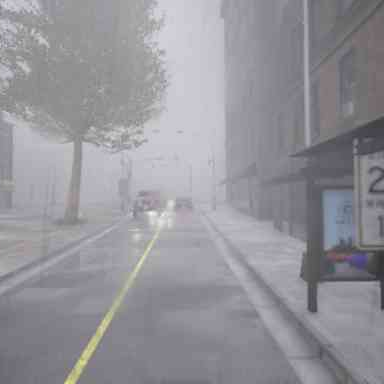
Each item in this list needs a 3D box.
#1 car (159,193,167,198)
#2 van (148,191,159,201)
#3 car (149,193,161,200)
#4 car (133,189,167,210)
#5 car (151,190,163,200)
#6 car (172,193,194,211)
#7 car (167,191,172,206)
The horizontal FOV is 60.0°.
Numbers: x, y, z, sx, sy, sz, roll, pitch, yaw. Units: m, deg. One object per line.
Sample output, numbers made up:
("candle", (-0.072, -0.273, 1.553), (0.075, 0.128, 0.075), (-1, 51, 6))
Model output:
("car", (-7.992, 0.862, 91.571), (1.802, 1.307, 4.206), (1, 0, -2))
("van", (-7.092, 0.669, 62.117), (1.690, 1.788, 3.998), (1, 0, -2))
("car", (-7.198, 0.869, 65.437), (2.008, 1.369, 4.403), (1, 0, -2))
("car", (-3.484, 0.746, 27.339), (2.150, 2.045, 5.566), (0, 1, -2))
("car", (-7.343, 0.620, 70.419), (2.192, 1.841, 5.009), (1, 0, -2))
("car", (-0.886, 1.107, 34.681), (1.837, 1.490, 4.892), (0, 2, -1))
("car", (-3.794, 0.993, 38.572), (2.128, 1.511, 4.902), (0, 2, -2))
